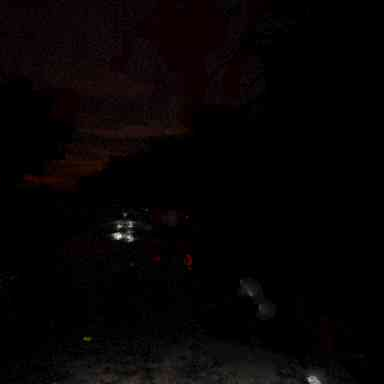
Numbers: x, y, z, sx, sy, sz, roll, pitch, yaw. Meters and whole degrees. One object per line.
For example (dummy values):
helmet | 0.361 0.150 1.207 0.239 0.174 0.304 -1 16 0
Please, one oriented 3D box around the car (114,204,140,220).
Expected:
car | -6.643 1.960 33.121 2.128 1.511 4.902 1 -2 -12

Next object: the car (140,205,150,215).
car | -6.628 2.441 46.569 1.994 1.385 4.181 0 -2 -16

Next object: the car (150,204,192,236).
car | -1.243 1.477 19.490 2.097 1.767 4.553 0 -1 -6
